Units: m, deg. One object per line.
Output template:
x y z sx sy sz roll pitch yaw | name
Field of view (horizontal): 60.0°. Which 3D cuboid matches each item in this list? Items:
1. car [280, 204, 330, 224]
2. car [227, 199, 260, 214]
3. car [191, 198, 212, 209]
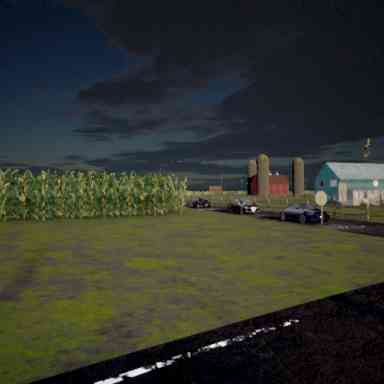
8.534 1.587 25.419 1.994 1.385 4.181 -1 0 -17 | car
5.366 1.531 35.242 2.128 1.511 4.902 -1 0 -18 | car
1.282 1.578 47.976 1.837 1.490 4.892 -1 0 -18 | car
